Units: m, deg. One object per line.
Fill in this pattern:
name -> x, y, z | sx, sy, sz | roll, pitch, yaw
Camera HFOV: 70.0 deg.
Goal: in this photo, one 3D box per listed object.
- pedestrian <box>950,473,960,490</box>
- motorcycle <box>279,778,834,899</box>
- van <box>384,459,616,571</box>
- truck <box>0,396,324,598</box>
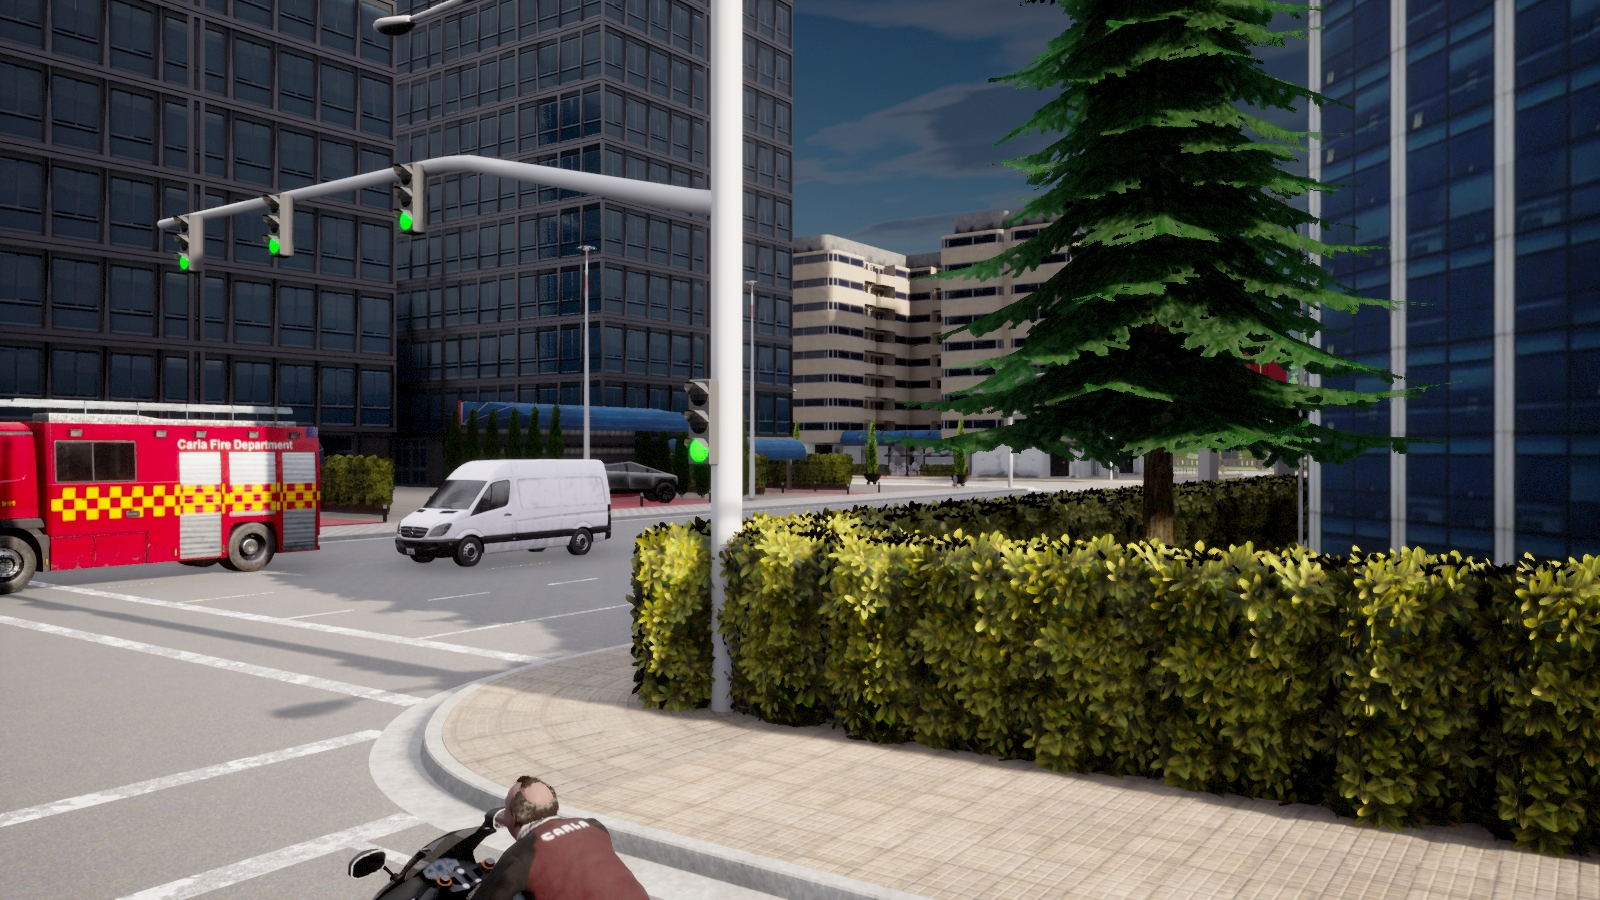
pedestrian -> 10.352, 2.074, 76.104 | 0.500, 1.100, 0.500 | 0, 0, 33
motorcycle -> -1.027, 2.205, 4.504 | 2.209, 1.251, 0.867 | 0, 0, 35
van -> -7.573, 1.533, 29.577 | 1.988, 2.561, 5.915 | 0, 0, 35
truck -> -14.959, 0.889, 24.598 | 2.891, 3.827, 8.468 | 0, 0, 34
